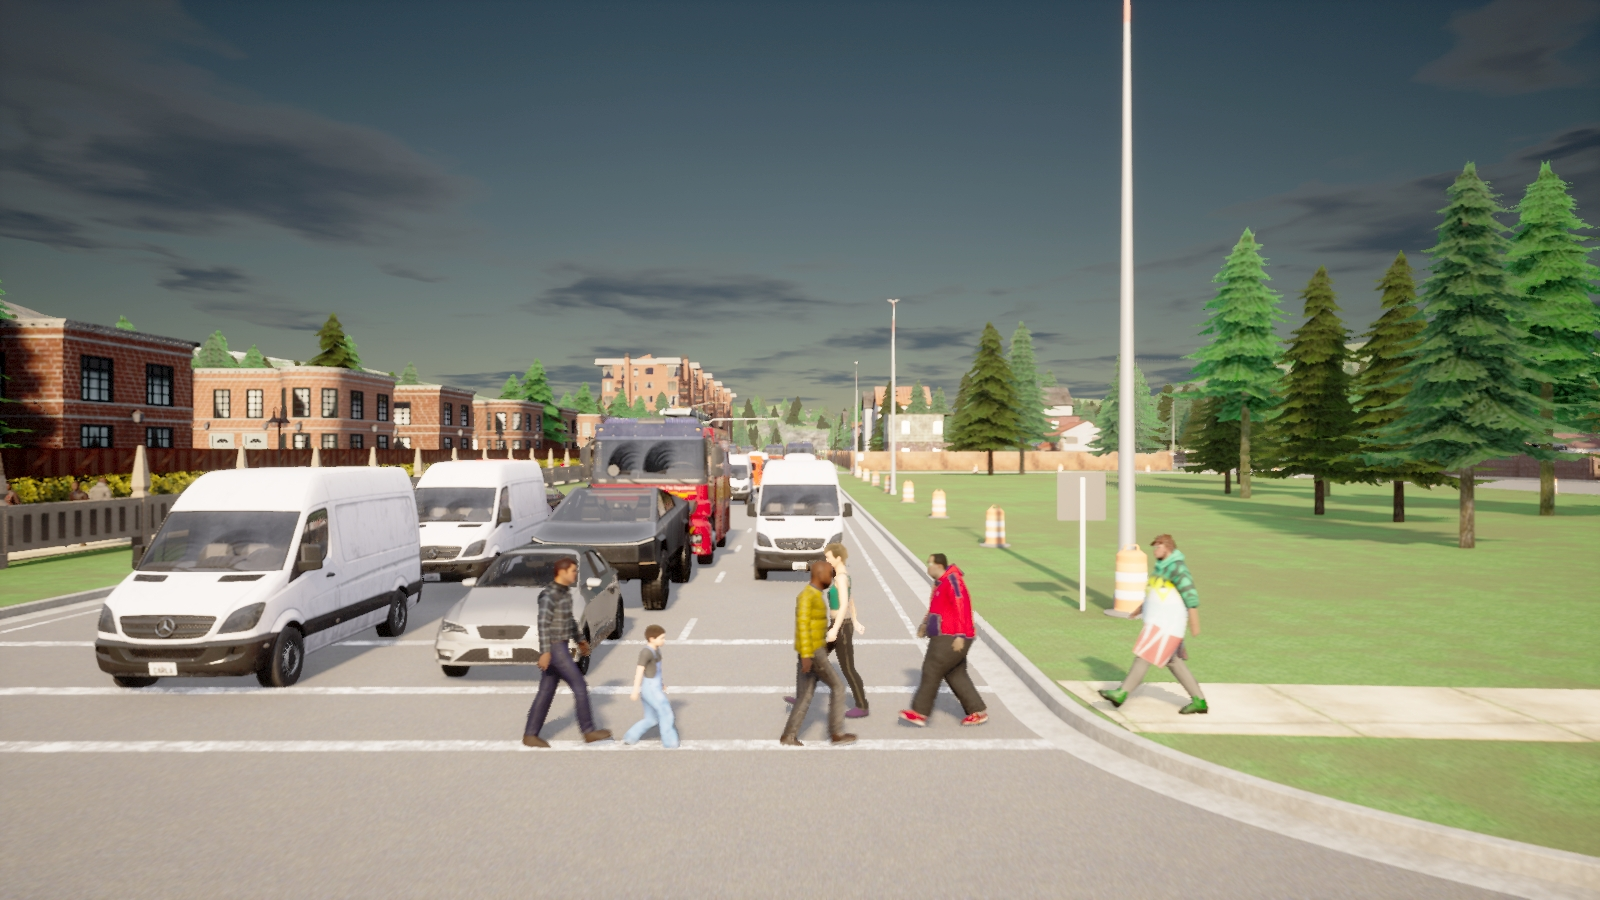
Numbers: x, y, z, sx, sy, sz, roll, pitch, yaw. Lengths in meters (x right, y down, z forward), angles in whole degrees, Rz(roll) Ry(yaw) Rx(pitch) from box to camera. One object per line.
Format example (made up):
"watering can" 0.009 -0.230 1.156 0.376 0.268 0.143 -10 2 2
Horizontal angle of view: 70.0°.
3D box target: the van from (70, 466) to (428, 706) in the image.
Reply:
"van" -6.998 1.533 15.462 1.988 2.561 5.915 0 0 0

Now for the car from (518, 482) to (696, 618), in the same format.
"car" -3.502 1.751 22.147 2.390 2.098 6.274 0 0 0

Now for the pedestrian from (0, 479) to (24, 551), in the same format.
"pedestrian" -20.653 1.695 29.946 0.375 1.860 0.375 0 0 -2

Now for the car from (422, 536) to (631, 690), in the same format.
"car" -3.503 2.064 15.443 1.816 1.474 4.193 0 0 0

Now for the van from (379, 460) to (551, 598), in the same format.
"van" -6.998 1.531 24.637 1.988 2.561 5.915 0 0 0

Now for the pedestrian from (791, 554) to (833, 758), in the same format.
"pedestrian" 0.117 1.935 10.834 0.375 1.860 0.375 0 0 4

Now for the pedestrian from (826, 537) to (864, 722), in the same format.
"pedestrian" 0.462 1.847 11.861 0.375 1.860 0.375 0 0 -2

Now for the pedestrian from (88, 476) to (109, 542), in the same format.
"pedestrian" -20.163 1.692 32.827 0.375 1.860 0.375 0 0 -3

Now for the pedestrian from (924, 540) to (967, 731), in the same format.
"pedestrian" 1.457 1.847 11.494 0.375 1.860 0.375 0 0 -2

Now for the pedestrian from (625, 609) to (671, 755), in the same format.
"pedestrian" -1.432 2.180 10.792 0.375 1.300 0.375 0 0 1

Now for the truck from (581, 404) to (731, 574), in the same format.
"truck" -3.499 0.887 29.994 2.891 3.827 8.468 0 0 0

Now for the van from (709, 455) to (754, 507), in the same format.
"van" -3.501 1.527 59.452 1.988 2.561 5.915 0 0 0

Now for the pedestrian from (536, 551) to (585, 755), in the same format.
"pedestrian" -2.256 1.896 10.781 0.375 1.860 0.375 0 0 1

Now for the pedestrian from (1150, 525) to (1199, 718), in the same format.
"pedestrian" 3.737 1.696 11.404 0.375 1.860 0.375 0 0 1

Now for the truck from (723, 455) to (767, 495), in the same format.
"truck" -3.512 1.559 74.230 2.627 2.467 5.204 0 0 0

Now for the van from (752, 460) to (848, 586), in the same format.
"van" 0.001 1.532 26.607 1.988 2.561 5.915 0 0 0

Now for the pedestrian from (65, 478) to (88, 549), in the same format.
"pedestrian" -19.312 1.693 30.485 0.375 1.860 0.375 0 0 1
